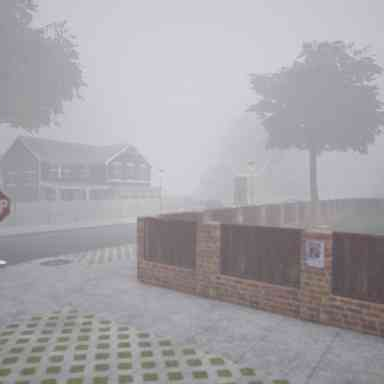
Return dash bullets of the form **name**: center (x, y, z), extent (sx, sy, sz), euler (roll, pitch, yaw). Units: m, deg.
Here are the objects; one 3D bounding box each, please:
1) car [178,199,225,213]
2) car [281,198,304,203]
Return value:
- **car**: center (0.860, 1.365, 26.494), extent (2.097, 1.767, 4.553), euler (0, 0, 35)
- **car**: center (13.314, 1.538, 44.001), extent (1.882, 1.535, 5.008), euler (0, 0, 36)
